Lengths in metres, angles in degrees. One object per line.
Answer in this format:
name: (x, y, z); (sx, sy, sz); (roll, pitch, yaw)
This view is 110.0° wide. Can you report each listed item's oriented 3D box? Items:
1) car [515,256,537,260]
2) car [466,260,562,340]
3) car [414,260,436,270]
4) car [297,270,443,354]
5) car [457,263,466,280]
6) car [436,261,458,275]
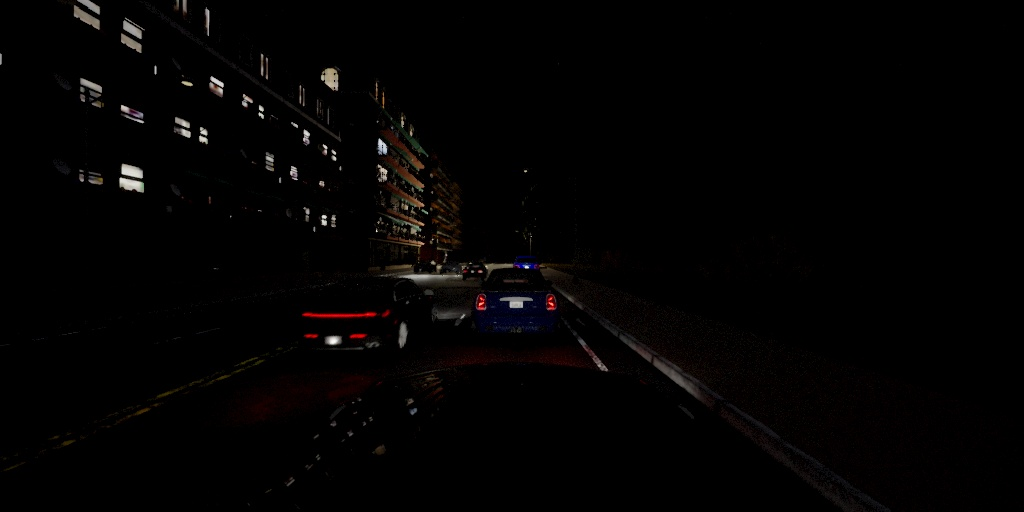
car: (1.140, 0.979, 30.076); (2.150, 2.045, 5.566); (0, 0, 0)
car: (0.099, 1.103, 10.122); (2.097, 1.767, 4.553); (0, 0, 0)
car: (-9.847, 1.245, 41.054); (2.128, 1.511, 4.902); (0, 0, 0)
car: (-3.151, 1.254, 8.744); (1.837, 1.490, 4.892); (0, 0, 0)
car: (-3.150, 1.301, 31.322); (2.033, 1.411, 5.357); (0, 0, 0)
car: (-6.598, 1.279, 38.871); (1.812, 1.442, 4.674); (0, 0, 0)
